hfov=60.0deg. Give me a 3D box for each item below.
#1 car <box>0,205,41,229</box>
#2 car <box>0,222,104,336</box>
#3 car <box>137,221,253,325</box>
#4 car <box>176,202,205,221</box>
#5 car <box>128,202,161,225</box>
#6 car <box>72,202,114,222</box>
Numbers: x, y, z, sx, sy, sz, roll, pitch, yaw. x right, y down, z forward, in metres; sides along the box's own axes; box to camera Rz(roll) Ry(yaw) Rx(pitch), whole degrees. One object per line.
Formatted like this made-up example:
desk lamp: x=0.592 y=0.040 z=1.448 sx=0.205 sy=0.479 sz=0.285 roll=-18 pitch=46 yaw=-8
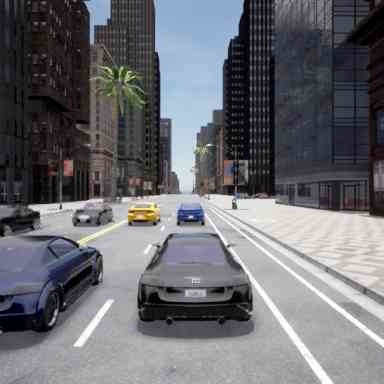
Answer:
car: x=-10.002 y=1.476 z=17.959 sx=1.882 sy=1.535 sz=5.008 roll=0 pitch=0 yaw=0
car: x=-3.207 y=1.563 z=6.791 sx=1.994 sy=1.385 sz=4.181 roll=0 pitch=0 yaw=0
car: x=0.039 y=1.563 z=7.239 sx=1.994 sy=1.385 sz=4.181 roll=0 pitch=0 yaw=0
car: x=-0.102 y=1.475 z=24.029 sx=1.882 sy=1.535 sz=5.008 roll=0 pitch=0 yaw=-1
car: x=-3.353 y=1.475 z=24.005 sx=1.882 sy=1.535 sz=5.008 roll=0 pitch=0 yaw=0
car: x=-6.796 y=1.489 z=23.168 sx=2.128 sy=1.511 sz=4.902 roll=0 pitch=0 yaw=0
